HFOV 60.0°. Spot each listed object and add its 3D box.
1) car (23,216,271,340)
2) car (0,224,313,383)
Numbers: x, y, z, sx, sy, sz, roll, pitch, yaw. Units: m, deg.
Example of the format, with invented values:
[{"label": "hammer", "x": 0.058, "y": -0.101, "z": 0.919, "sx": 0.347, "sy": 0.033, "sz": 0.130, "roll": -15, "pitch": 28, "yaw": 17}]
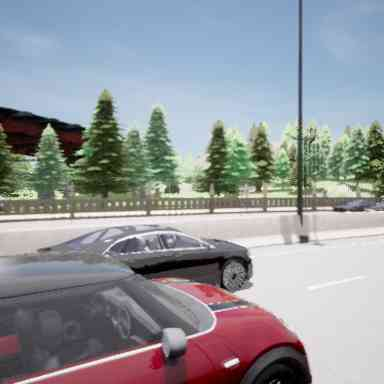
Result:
[{"label": "car", "x": -0.794, "y": 1.459, "z": 7.232, "sx": 4.902, "sy": 1.511, "sz": 2.128, "roll": 0, "pitch": 0, "yaw": -34}, {"label": "car", "x": -1.031, "y": 1.336, "z": 2.854, "sx": 4.553, "sy": 1.767, "sz": 2.097, "roll": 0, "pitch": 0, "yaw": -35}]
